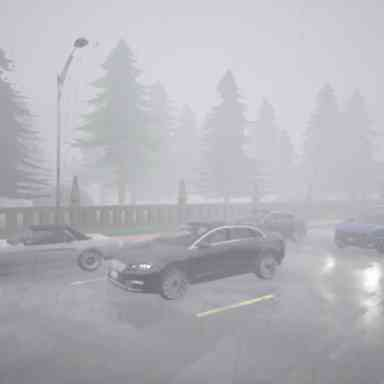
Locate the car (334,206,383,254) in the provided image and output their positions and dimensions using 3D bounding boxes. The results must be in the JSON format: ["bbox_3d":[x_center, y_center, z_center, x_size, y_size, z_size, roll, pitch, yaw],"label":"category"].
[{"bbox_3d":[7.987,1.540,13.981,5.008,1.535,1.882,0,0,-35],"label":"car"}]

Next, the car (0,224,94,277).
[{"bbox_3d":[-4.485,1.611,9.391,4.718,1.301,1.895,0,0,-36],"label":"car"}]

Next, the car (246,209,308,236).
[{"bbox_3d":[3.137,1.541,14.825,4.902,1.511,2.128,0,0,-35],"label":"car"}]

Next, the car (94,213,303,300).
[{"bbox_3d":[0.337,1.515,8.532,4.902,1.511,2.128,0,0,-35],"label":"car"}]
